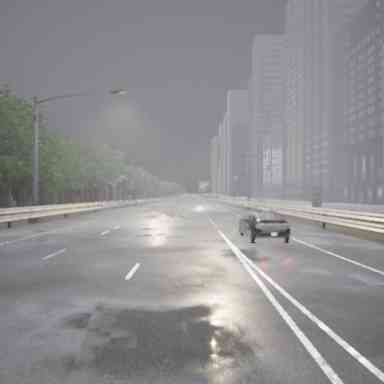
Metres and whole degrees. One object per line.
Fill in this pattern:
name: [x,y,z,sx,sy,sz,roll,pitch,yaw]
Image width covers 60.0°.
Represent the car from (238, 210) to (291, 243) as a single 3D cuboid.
car: [3.582,1.678,17.093,2.128,1.511,4.902,0,-1,-1]
